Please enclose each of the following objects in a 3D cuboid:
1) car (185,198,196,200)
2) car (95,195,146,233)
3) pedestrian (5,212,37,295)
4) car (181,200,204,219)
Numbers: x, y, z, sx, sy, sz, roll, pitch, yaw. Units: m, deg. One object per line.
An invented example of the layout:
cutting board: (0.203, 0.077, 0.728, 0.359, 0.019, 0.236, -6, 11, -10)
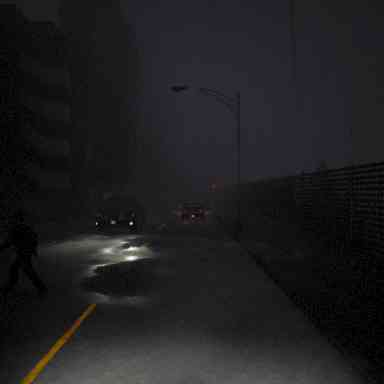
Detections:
car: (-0.232, 1.491, 43.558, 2.128, 1.511, 4.902, 0, 0, -4)
car: (-4.116, 1.220, 20.103, 2.150, 2.045, 5.566, 0, 0, 0)
pedestrian: (-3.577, 1.294, 6.984, 0.375, 1.860, 0.375, 0, 0, 0)
car: (0.064, 1.601, 28.417, 1.895, 1.301, 4.718, 0, 0, 0)
